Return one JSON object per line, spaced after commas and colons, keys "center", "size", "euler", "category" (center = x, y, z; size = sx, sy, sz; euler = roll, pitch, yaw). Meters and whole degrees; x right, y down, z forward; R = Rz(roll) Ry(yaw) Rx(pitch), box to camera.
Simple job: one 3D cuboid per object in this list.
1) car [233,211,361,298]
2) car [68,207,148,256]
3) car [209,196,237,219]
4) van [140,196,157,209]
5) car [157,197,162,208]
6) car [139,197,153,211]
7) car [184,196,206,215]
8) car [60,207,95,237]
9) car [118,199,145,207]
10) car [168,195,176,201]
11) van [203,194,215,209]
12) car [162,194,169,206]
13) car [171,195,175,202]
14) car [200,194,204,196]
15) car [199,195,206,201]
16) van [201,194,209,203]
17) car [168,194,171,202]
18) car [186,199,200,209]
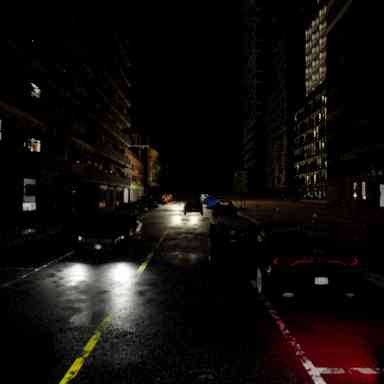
{"center": [2.381, 1.480, 8.575], "size": [1.882, 1.535, 5.008], "euler": [0, 0, 0], "category": "car"}
{"center": [-3.068, 1.530, 13.218], "size": [1.812, 1.442, 4.674], "euler": [0, 0, 0], "category": "car"}
{"center": [2.774, 1.450, 29.169], "size": [1.967, 1.590, 4.097], "euler": [1, 0, 0], "category": "car"}
{"center": [-5.577, 1.356, 40.330], "size": [1.690, 1.788, 3.998], "euler": [1, 0, 0], "category": "van"}
{"center": [-5.566, 1.543, 45.729], "size": [1.752, 1.417, 4.829], "euler": [1, 0, 0], "category": "car"}
{"center": [-5.594, 1.563, 34.759], "size": [2.008, 1.369, 4.403], "euler": [1, 0, 0], "category": "car"}
{"center": [0.155, 1.490, 34.408], "size": [1.882, 1.535, 5.008], "euler": [0, 0, 0], "category": "car"}
{"center": [-5.635, 1.550, 18.050], "size": [1.887, 1.381, 4.507], "euler": [1, 0, 0], "category": "car"}
{"center": [-5.608, 1.576, 29.190], "size": [1.947, 1.339, 4.313], "euler": [1, 0, 0], "category": "car"}
{"center": [-5.458, 1.589, 90.456], "size": [1.887, 1.381, 4.507], "euler": [1, 0, 0], "category": "car"}
{"center": [2.817, 1.359, 45.878], "size": [1.690, 1.788, 3.998], "euler": [1, 0, 0], "category": "van"}
{"center": [-5.539, 1.574, 57.037], "size": [2.008, 1.369, 4.403], "euler": [1, 0, 0], "category": "car"}
{"center": [-5.495, 1.347, 73.747], "size": [2.192, 1.841, 5.009], "euler": [1, 0, 0], "category": "car"}
{"center": [2.855, 1.551, 62.755], "size": [1.752, 1.417, 4.829], "euler": [1, 0, 0], "category": "car"}
{"center": [2.923, 1.569, 90.604], "size": [1.752, 1.417, 4.829], "euler": [1, 0, 0], "category": "car"}
{"center": [2.885, 1.373, 73.726], "size": [1.690, 1.788, 3.998], "euler": [1, 0, 0], "category": "van"}
{"center": [-5.526, 1.551, 62.438], "size": [1.752, 1.417, 4.829], "euler": [1, 0, 0], "category": "car"}
{"center": [0.174, 1.619, 46.194], "size": [1.895, 1.301, 4.718], "euler": [0, 0, 1], "category": "car"}
